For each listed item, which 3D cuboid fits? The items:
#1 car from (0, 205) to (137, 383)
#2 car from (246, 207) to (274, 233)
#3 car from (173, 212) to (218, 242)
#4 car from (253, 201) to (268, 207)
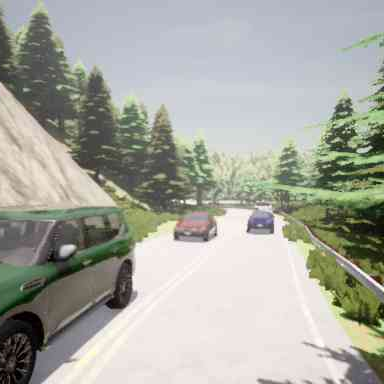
[{"bbox_3d":[-2.620,1.261,5.385,2.150,2.045,5.566,1,-1,9],"label":"car"},{"bbox_3d":[4.964,2.068,23.972,1.812,1.442,4.674,1,-1,13],"label":"car"},{"bbox_3d":[0.330,1.860,18.867,1.812,1.442,4.674,1,-1,14],"label":"car"},{"bbox_3d":[8.713,2.142,40.869,2.150,2.045,5.566,1,-1,12],"label":"car"}]
